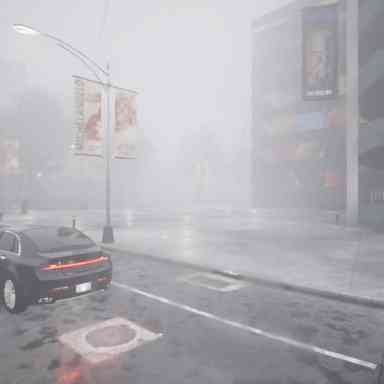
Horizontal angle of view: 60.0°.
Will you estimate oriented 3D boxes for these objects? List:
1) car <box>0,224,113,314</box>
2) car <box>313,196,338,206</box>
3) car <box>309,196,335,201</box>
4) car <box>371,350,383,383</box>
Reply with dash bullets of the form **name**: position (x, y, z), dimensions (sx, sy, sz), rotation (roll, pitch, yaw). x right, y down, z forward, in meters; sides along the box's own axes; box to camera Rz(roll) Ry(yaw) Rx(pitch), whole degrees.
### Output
- **car**: position (-3.776, 1.505, 7.753), dimensions (4.892, 1.490, 1.837), rotation (0, 0, 43)
- **car**: position (21.754, 1.413, 53.937), dimensions (2.161, 1.482, 4.786), rotation (0, 0, 43)
- **car**: position (16.349, 1.320, 42.252), dimensions (2.002, 1.452, 4.674), rotation (0, 0, 43)
- **car**: position (3.773, 1.547, 1.434), dimensions (5.357, 1.411, 2.033), rotation (0, 0, 32)
